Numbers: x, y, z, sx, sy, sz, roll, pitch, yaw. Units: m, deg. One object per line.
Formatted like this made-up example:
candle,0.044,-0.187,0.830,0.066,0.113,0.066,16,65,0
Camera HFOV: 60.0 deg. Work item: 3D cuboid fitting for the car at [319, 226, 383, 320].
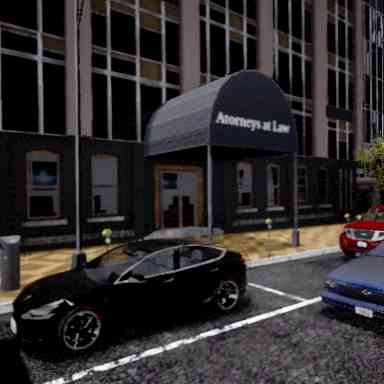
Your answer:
car,4.979,1.588,7.024,5.357,1.411,2.033,0,0,-36

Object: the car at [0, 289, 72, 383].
car,-3.055,1.600,1.140,4.718,1.301,1.895,0,0,-36

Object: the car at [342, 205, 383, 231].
car,7.521,1.383,12.233,5.009,1.841,2.192,0,-1,-36

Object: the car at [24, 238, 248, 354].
car,-0.845,1.591,6.151,4.313,1.339,1.947,0,-1,-36
